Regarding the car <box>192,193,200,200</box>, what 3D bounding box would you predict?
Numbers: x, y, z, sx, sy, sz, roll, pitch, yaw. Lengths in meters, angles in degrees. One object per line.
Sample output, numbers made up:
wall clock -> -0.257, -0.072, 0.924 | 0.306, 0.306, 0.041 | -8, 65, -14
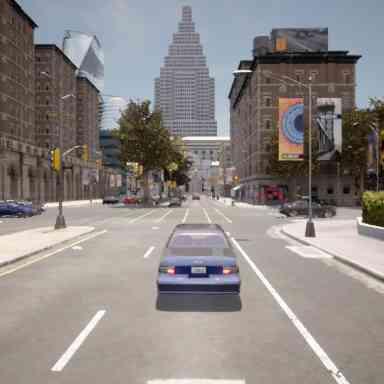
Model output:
car -> 1.121, 1.350, 89.984 | 2.097, 1.767, 4.553 | 0, 0, 1

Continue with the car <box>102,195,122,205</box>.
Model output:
car -> -14.349, 1.601, 58.646 | 1.895, 1.301, 4.718 | 0, 0, 1

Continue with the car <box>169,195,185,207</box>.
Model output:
car -> -2.589, 1.547, 51.900 | 2.033, 1.411, 5.357 | 0, 0, 0

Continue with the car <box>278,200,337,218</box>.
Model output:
car -> 10.064, 1.505, 29.069 | 4.892, 1.490, 1.837 | 0, 0, 0

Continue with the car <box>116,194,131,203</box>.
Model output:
car -> -14.149, 1.355, 68.752 | 2.097, 1.767, 4.553 | 0, 0, 1

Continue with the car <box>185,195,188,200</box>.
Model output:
car -> -2.516, 1.500, 79.112 | 1.837, 1.490, 4.892 | 0, 0, 1

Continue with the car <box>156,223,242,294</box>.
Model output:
car -> 0.172, 1.547, 8.905 | 2.033, 1.411, 5.357 | 0, 0, 1

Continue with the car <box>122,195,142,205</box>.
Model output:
car -> -10.830, 1.478, 59.827 | 1.882, 1.535, 5.008 | 0, 0, 1

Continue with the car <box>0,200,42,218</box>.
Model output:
car -> -16.137, 1.525, 29.253 | 4.674, 1.442, 1.812 | 0, 0, 0

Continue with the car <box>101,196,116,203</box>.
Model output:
car -> -17.385, 1.595, 69.799 | 1.895, 1.301, 4.718 | 0, 0, 1

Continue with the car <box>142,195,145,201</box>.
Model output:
car -> -10.638, 1.500, 69.623 | 1.837, 1.490, 4.892 | 0, 0, 1

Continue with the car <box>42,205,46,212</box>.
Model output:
car -> -16.973, 1.492, 32.759 | 4.902, 1.511, 2.128 | 0, 0, 0

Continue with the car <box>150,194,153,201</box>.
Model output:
car -> -10.511, 1.355, 79.611 | 2.097, 1.767, 4.553 | 0, 0, 1

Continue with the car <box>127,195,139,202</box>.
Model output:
car -> -14.021, 1.478, 78.851 | 1.882, 1.535, 5.008 | 0, 0, 1
